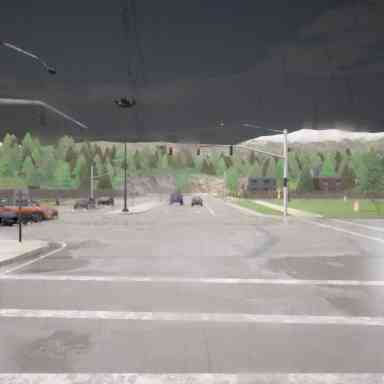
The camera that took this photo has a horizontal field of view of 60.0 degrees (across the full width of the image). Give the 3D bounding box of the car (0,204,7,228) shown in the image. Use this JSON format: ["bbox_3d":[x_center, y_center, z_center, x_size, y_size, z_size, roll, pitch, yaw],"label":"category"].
[{"bbox_3d":[-13.501,1.547,18.190,5.357,1.411,2.033,0,0,0],"label":"car"}]

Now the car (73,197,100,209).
[{"bbox_3d":[-14.491,1.505,45.176,1.837,1.490,4.892,0,0,1],"label":"car"}]

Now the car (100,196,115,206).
[{"bbox_3d":[-14.323,1.478,55.486,1.882,1.535,5.008,0,0,1],"label":"car"}]

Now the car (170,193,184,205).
[{"bbox_3d":[-2.631,1.215,57.380,2.150,2.045,5.566,0,-1,1],"label":"car"}]

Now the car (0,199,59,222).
[{"bbox_3d":[-12.568,1.352,25.183,4.553,1.767,2.097,0,0,0],"label":"car"}]

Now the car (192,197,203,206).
[{"bbox_3d":[0.841,1.547,55.446,2.033,1.411,5.357,0,0,1],"label":"car"}]

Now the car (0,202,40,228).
[{"bbox_3d":[-13.204,1.547,21.687,5.357,1.411,2.033,0,0,0],"label":"car"}]
